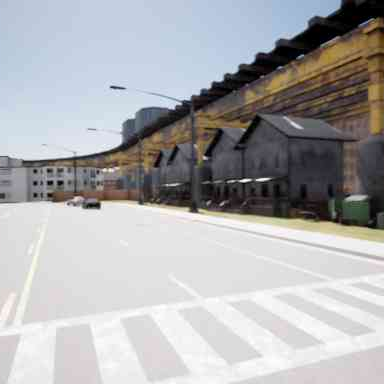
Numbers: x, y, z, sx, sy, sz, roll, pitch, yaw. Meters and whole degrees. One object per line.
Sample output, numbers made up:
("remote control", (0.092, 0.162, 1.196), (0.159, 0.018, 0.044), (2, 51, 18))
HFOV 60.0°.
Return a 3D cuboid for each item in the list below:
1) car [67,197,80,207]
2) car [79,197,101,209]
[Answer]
("car", (-18.018, 1.483, 52.098), (1.812, 1.442, 4.674), (-1, 0, -40))
("car", (-13.188, 1.502, 43.687), (1.994, 1.385, 4.181), (-1, 0, -26))
